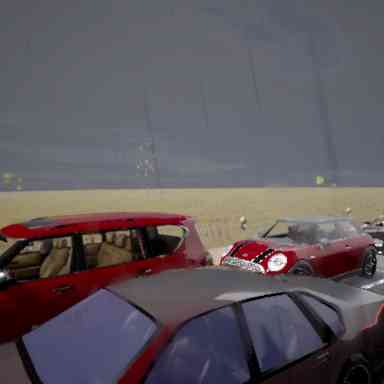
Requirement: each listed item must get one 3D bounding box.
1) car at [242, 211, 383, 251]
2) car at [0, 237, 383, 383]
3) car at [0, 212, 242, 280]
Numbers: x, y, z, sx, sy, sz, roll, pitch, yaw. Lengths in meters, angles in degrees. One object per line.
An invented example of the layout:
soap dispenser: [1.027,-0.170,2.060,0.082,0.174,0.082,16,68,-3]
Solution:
car: [2.576,1.320,7.922,4.097,1.590,1.967,-1,1,-35]
car: [-0.102,1.519,2.997,5.357,1.411,2.033,-1,1,-35]
car: [-1.932,1.296,4.706,5.009,1.841,2.192,-1,1,-35]
